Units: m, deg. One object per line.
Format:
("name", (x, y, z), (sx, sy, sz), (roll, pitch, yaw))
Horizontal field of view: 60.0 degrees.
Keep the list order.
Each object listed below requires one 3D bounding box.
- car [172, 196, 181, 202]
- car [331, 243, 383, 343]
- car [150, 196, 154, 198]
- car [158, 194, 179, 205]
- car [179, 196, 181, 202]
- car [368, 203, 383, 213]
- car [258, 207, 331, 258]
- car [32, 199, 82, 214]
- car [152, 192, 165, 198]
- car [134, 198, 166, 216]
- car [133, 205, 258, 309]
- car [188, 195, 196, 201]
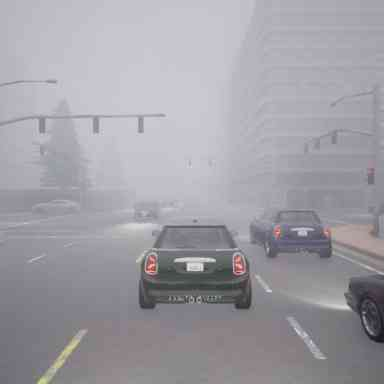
("car", (-3.535, 1.595, 78.725), (1.895, 1.301, 4.718), (0, 0, 0))
("car", (3.597, 1.547, 3.394), (2.033, 1.411, 5.357), (0, 0, 0))
("car", (-7.120, 1.601, 47.872), (1.895, 1.301, 4.718), (0, 0, 0))
("car", (-3.619, 1.491, 51.121), (2.128, 1.511, 4.902), (0, 0, 0))
("car", (-3.581, 1.564, 63.577), (1.994, 1.385, 4.181), (0, 0, 1))
("car", (19.922, 1.492, 32.505), (5.357, 1.411, 2.033), (0, 0, -18))
("car", (3.581, 1.352, 12.869), (2.097, 1.767, 4.553), (0, 0, 0))
("car", (-13.663, 1.483, 33.861), (4.674, 1.442, 1.812), (0, 1, -12))
("car", (-7.069, 1.351, 64.813), (2.097, 1.767, 4.553), (0, 0, 1))
("car", (-3.614, 1.482, 27.598), (2.128, 1.511, 4.902), (0, 0, 0))
("car", (0.067, 1.352, 8.029), (2.097, 1.767, 4.553), (0, 0, 0))
("car", (-0.036, 1.525, 81.166), (2.128, 1.511, 4.902), (0, 0, 0))
